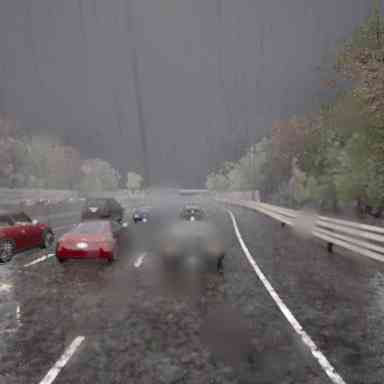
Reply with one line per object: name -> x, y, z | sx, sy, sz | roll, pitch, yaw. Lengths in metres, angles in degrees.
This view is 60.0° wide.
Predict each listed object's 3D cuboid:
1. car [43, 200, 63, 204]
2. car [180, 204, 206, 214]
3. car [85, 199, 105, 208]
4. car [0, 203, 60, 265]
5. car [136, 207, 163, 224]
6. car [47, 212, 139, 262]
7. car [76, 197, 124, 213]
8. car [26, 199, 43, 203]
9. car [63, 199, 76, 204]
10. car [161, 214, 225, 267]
car -> -24.512, 2.082, 60.009 | 1.994, 1.385, 4.181 | 0, -1, 1
car -> 0.051, 1.731, 27.420 | 1.837, 1.490, 4.892 | 0, 0, 0
car -> -17.521, 2.016, 60.313 | 2.128, 1.511, 4.902 | 0, -1, 1
car -> -6.953, 1.450, 12.294 | 2.097, 1.767, 4.553 | 0, -1, 0
car -> -3.456, 1.820, 26.779 | 1.895, 1.301, 4.718 | 0, 0, 0
car -> -3.450, 1.666, 12.512 | 1.994, 1.385, 4.181 | 0, 0, 0
car -> -6.959, 1.439, 26.327 | 2.150, 2.045, 5.566 | 0, 0, 1
car -> -28.011, 2.017, 59.554 | 2.128, 1.511, 4.902 | 0, -1, 1
car -> -21.014, 2.024, 60.084 | 1.837, 1.490, 4.892 | 0, 0, 1
car -> 0.042, 1.696, 11.781 | 1.895, 1.301, 4.718 | 0, 0, 1
